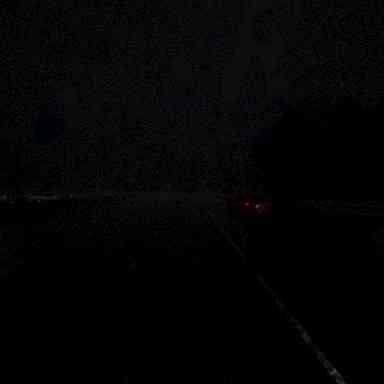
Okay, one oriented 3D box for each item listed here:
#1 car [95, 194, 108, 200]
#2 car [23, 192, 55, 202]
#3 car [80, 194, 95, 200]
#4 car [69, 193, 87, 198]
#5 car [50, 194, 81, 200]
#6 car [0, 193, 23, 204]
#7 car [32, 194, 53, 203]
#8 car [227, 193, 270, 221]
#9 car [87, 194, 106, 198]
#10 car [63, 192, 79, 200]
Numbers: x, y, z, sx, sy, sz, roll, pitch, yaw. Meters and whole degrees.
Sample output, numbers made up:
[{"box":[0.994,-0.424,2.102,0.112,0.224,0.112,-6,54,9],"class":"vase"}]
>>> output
[{"box":[-21.076,1.185,77.624,1.812,1.442,4.674,0,0,0],"class":"car"},{"box":[-21.117,1.012,47.097,2.150,2.045,5.566,0,0,0],"class":"car"},{"box":[-24.578,1.254,78.322,1.895,1.301,4.718,0,0,0],"class":"car"},{"box":[-21.064,1.246,62.741,1.812,1.442,4.674,0,1,0],"class":"car"},{"box":[-17.621,1.354,46.553,1.994,1.385,4.181,0,0,0],"class":"car"},{"box":[-24.615,1.296,46.719,1.837,1.490,4.892,0,0,0],"class":"car"},{"box":[-28.061,1.222,62.564,1.837,1.490,4.892,0,0,0],"class":"car"},{"box":[4.311,1.108,25.975,2.150,2.045,5.566,0,0,-7],"class":"car"},{"box":[-17.575,1.283,62.613,1.994,1.385,4.181,0,0,0],"class":"car"},{"box":[-28.076,1.001,77.430,2.097,1.767,4.553,0,0,0],"class":"car"}]
